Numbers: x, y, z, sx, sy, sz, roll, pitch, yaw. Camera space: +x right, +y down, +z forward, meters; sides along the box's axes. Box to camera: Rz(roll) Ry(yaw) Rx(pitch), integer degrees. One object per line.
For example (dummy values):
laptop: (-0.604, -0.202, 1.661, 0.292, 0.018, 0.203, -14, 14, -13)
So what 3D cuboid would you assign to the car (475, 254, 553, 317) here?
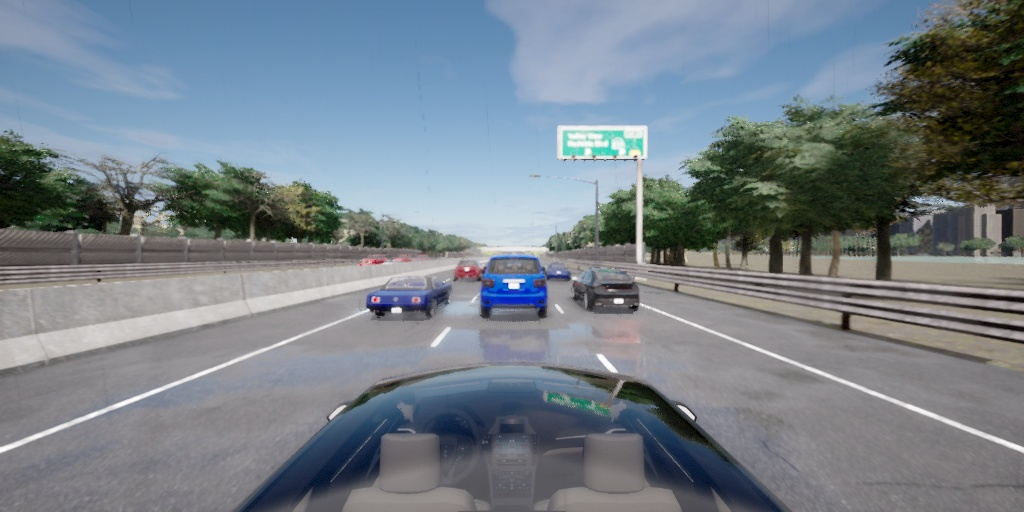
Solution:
car: (0.086, 0.956, 13.242, 2.150, 2.045, 5.566, 0, 0, 1)

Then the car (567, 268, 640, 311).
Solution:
car: (3.595, 1.237, 14.416, 1.837, 1.490, 4.892, 0, 1, 0)

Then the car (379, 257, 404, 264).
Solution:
car: (-17.283, 1.226, 52.504, 1.895, 1.301, 4.718, 0, 0, 1)

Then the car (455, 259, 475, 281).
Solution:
car: (-3.341, 1.042, 29.020, 2.097, 1.767, 4.553, 0, 0, 1)

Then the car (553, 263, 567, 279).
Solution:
car: (3.670, 1.254, 29.789, 1.994, 1.385, 4.181, 0, 0, 1)

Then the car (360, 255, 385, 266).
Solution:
car: (-20.750, 0.840, 53.987, 2.150, 2.045, 5.566, 0, 0, 1)

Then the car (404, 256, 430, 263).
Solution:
car: (-13.787, 1.152, 52.344, 1.812, 1.442, 4.674, 0, 0, 1)

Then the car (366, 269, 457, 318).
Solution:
car: (-3.417, 1.334, 12.936, 1.895, 1.301, 4.718, 0, 0, 1)
